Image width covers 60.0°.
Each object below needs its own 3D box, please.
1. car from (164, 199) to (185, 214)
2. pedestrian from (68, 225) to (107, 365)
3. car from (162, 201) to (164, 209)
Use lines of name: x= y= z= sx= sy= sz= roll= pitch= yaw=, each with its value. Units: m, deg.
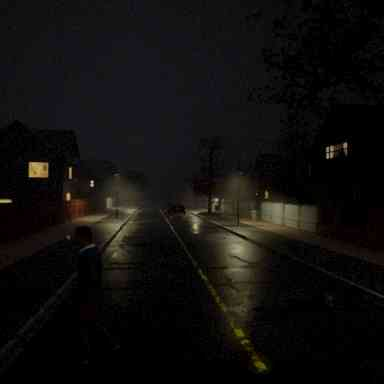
car: x=-1.922 y=1.723 z=38.729 sx=1.882 sy=1.535 sz=5.008 roll=1 pitch=0 yaw=-7
pedestrian: x=-1.374 y=1.293 z=4.372 sx=0.375 sy=1.860 sz=0.375 roll=0 pitch=0 yaw=-7
car: x=-3.630 y=1.860 z=52.346 sx=1.837 sy=1.490 sz=4.892 roll=1 pitch=-1 yaw=-7
